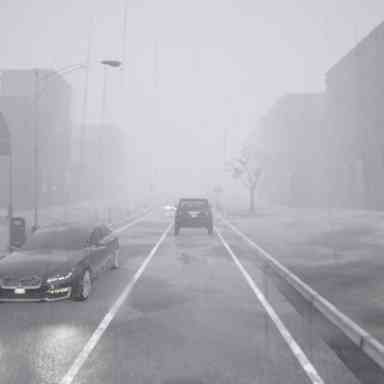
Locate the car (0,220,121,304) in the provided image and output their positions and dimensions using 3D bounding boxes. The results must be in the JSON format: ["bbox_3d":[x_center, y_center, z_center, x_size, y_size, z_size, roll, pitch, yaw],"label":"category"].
[{"bbox_3d":[-3.103,1.545,8.427,1.837,1.490,4.892,0,0,0],"label":"car"}]

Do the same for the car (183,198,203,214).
[{"bbox_3d":[0.091,1.541,38.649,2.128,1.511,4.902,0,1,0],"label":"car"}]

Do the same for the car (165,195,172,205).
[{"bbox_3d":[-3.080,1.195,50.951,2.128,1.511,4.902,0,2,0],"label":"car"}]

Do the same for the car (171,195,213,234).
[{"bbox_3d":[0.083,1.337,20.192,2.150,2.045,5.566,0,0,0],"label":"car"}]
